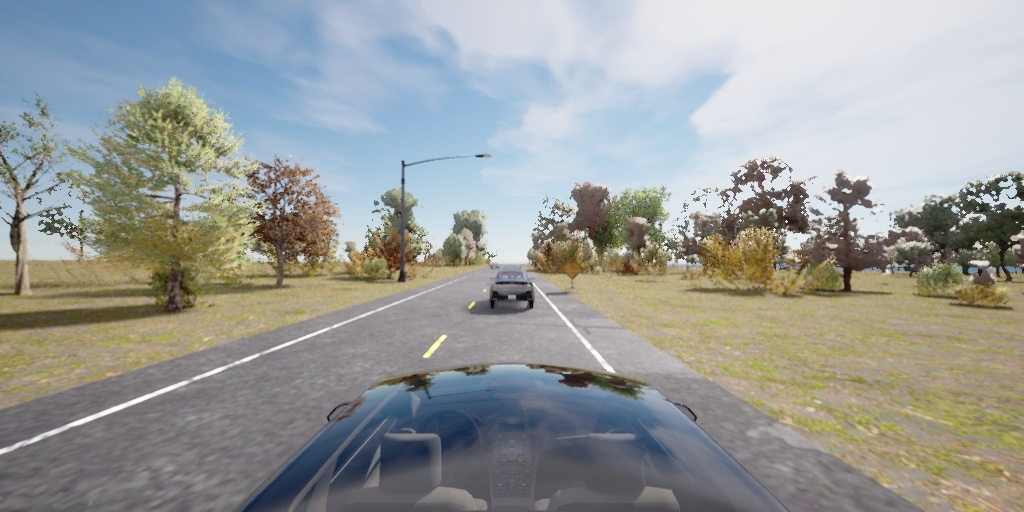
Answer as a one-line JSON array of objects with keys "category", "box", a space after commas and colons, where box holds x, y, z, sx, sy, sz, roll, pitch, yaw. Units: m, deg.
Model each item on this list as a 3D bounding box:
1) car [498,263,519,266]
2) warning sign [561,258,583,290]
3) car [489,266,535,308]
[{"category": "car", "box": [0.008, 1.517, 31.325, 1.882, 1.535, 5.008, 0, 0, 0]}, {"category": "warning sign", "box": [3.552, 1.051, 21.021, 1.300, 1.860, 1.060, 0, 0, 0]}, {"category": "car", "box": [0.005, 1.381, 16.147, 2.128, 1.511, 4.902, 0, 0, 0]}]
